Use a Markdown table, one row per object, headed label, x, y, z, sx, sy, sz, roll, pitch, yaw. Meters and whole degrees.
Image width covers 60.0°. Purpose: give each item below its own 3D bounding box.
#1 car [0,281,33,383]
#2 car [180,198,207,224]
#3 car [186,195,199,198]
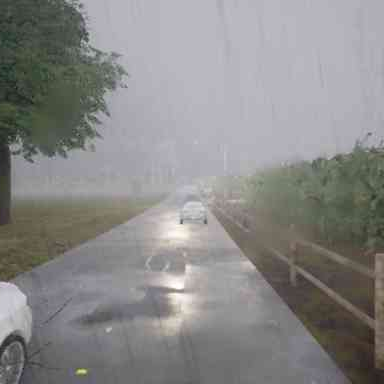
| label | x | y | z | sx | sy | sz | roll | pitch | yaw |
| --- | --- | --- | --- | --- | --- | --- | --- | --- | --- |
| car | -2.848 | 1.527 | 2.312 | 1.812 | 1.442 | 4.674 | 0 | 0 | 0 |
| car | 0.106 | 1.394 | 23.514 | 1.812 | 1.442 | 4.674 | 0 | 0 | 0 |
| car | 0.060 | 1.061 | 36.216 | 2.033 | 1.649 | 4.856 | 0 | 1 | 1 |
